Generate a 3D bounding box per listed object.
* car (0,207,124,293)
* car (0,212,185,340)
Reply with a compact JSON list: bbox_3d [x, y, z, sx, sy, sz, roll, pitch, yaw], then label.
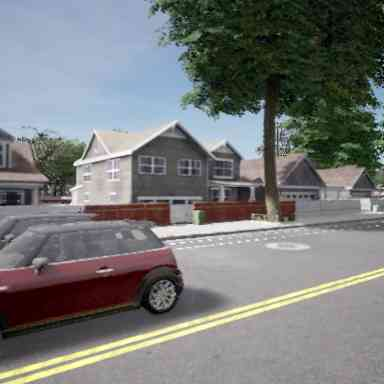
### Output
[{"bbox_3d":[-4.323,1.353,8.585,4.553,1.767,2.097,0,0,-36],"label":"car"},{"bbox_3d":[-2.435,1.353,5.940,4.553,1.767,2.097,0,0,-36],"label":"car"}]
